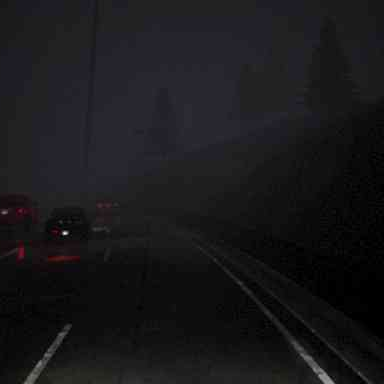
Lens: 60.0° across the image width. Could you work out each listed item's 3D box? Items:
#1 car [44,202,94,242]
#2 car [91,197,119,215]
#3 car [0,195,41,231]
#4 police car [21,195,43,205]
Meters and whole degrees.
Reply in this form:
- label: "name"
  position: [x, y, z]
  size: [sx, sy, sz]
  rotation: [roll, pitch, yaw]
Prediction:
- label: "car"
  position: [-5.969, 1.468, 16.340]
  size: [1.837, 1.490, 4.892]
  rotation: [0, 0, -15]
- label: "car"
  position: [-8.711, 1.271, 32.592]
  size: [2.097, 1.767, 4.553]
  rotation: [0, 0, -29]
- label: "car"
  position: [-10.755, 1.183, 20.114]
  size: [2.150, 2.045, 5.566]
  rotation: [0, 0, -20]
- label: "police car"
  position: [-27.123, 1.314, 56.149]
  size: [1.930, 1.638, 5.238]
  rotation: [0, 0, -42]
